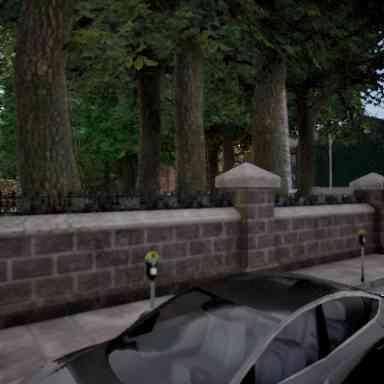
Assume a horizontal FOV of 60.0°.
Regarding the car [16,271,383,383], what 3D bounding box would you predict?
[{"bbox_3d":[0.511,1.582,3.184,4.313,1.339,1.947,1,-1,-36],"label":"car"}]
